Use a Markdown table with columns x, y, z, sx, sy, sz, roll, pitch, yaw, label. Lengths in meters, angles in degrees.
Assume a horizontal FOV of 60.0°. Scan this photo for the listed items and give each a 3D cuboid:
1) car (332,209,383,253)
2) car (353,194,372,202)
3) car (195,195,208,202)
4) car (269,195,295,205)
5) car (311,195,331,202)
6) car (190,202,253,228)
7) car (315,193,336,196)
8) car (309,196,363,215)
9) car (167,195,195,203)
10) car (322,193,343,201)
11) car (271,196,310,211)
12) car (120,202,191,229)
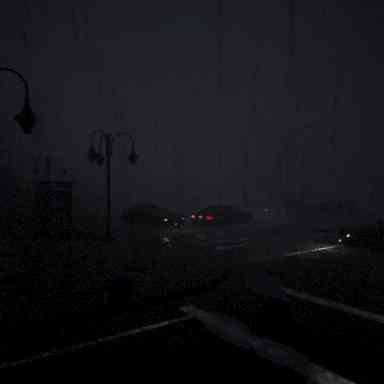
| x | y | z | sx | sy | sz | roll | pitch | yaw | label |
| --- | --- | --- | --- | --- | --- | --- | --- | --- | --- |
| 8.578 | 1.560 | 12.825 | 5.357 | 1.411 | 2.033 | 0 | 0 | 12 | car |
| 33.274 | 1.100 | 66.221 | 1.932 | 1.855 | 4.605 | 0 | 0 | -36 | car |
| 0.439 | 1.340 | 53.218 | 2.152 | 1.636 | 5.027 | 0 | 0 | -36 | car |
| 14.541 | 1.327 | 53.828 | 1.845 | 1.501 | 3.633 | 0 | 0 | -36 | car |
| 28.330 | 1.364 | 73.110 | 1.970 | 1.475 | 3.806 | 0 | 0 | -36 | car |
| 2.086 | 1.577 | 22.208 | 2.033 | 1.411 | 5.357 | 1 | 1 | 38 | car |
| 22.710 | 1.303 | 59.584 | 2.007 | 1.523 | 4.514 | 0 | 0 | -36 | car |
| 13.006 | 1.384 | 30.145 | 1.845 | 1.501 | 3.633 | 0 | 0 | -36 | car |
| -2.087 | 1.349 | 51.358 | 2.007 | 1.523 | 4.514 | 0 | 0 | -36 | car |
| 31.394 | 1.079 | 74.538 | 1.905 | 1.878 | 3.866 | 0 | 0 | -36 | car |
| 11.135 | 1.394 | 37.920 | 1.970 | 1.475 | 3.806 | 0 | 0 | -36 | car |
| -2.745 | 1.561 | 22.005 | 2.033 | 1.411 | 5.357 | 0 | 0 | -42 | car |
